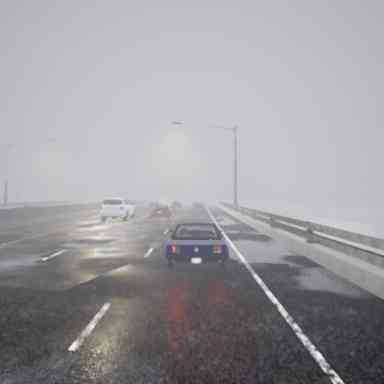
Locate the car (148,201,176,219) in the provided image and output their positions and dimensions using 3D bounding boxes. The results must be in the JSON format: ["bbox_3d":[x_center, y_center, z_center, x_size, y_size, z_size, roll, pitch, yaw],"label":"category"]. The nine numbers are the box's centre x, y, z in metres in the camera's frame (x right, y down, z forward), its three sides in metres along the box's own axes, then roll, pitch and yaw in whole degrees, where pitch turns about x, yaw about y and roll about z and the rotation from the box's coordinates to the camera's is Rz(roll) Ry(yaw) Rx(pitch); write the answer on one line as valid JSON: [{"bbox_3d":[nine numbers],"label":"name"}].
[{"bbox_3d":[-3.047,1.951,34.047,1.994,1.385,4.181,0,-1,1],"label":"car"}]

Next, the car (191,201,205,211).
[{"bbox_3d":[0.871,2.083,50.869,2.128,1.511,4.902,0,-1,2],"label":"car"}]

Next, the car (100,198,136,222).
[{"bbox_3d":[-6.628,1.560,30.211,2.150,2.045,5.566,0,-1,1],"label":"car"}]

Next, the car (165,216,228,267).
[{"bbox_3d":[0.148,1.731,11.881,1.895,1.301,4.718,0,-1,0],"label":"car"}]

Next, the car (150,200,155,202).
[{"bbox_3d":[-6.027,2.125,54.266,2.128,1.511,4.902,0,-1,2],"label":"car"}]

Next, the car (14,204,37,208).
[{"bbox_3d":[-17.200,1.955,34.422,1.994,1.385,4.181,0,-1,2],"label":"car"}]

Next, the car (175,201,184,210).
[{"bbox_3d":[-2.481,2.178,55.588,1.812,1.442,4.674,0,-1,2],"label":"car"}]
